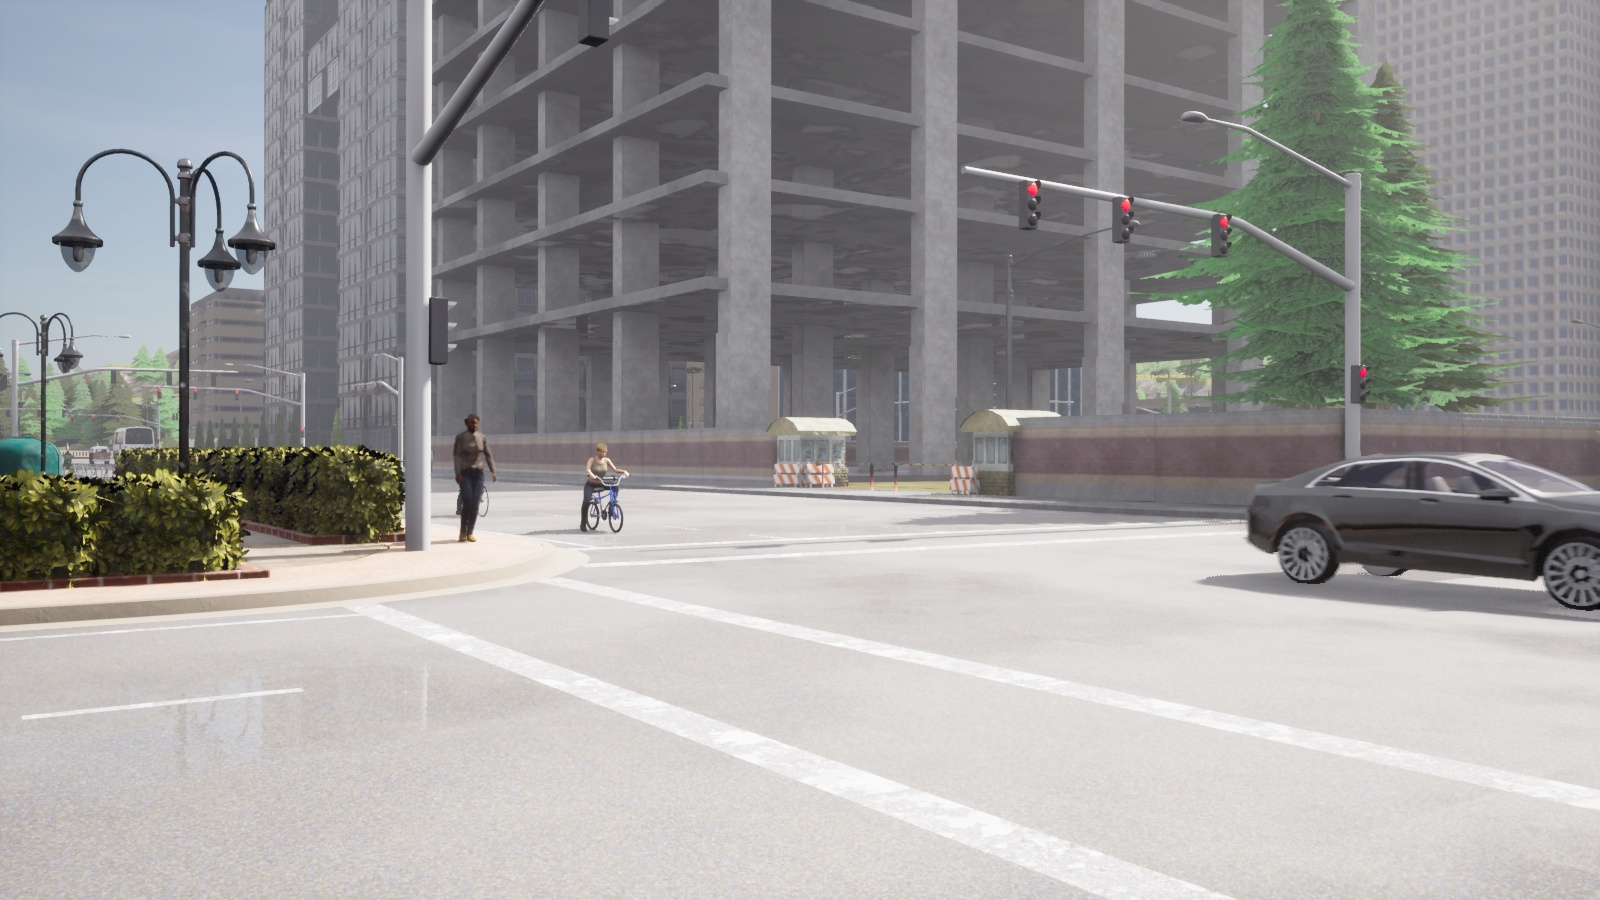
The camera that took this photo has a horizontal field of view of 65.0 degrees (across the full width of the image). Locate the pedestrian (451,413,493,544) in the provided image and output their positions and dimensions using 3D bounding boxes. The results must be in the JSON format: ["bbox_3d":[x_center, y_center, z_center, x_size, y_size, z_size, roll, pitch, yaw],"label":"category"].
[{"bbox_3d":[-4.643,0.397,17.770,0.328,1.805,0.869,0,0,-32],"label":"pedestrian"}]

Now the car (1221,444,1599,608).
[{"bbox_3d":[7.279,0.707,13.502,2.128,1.511,4.902,0,0,-35],"label":"car"}]

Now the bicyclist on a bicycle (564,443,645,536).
[{"bbox_3d":[-3.550,0.689,22.760,0.866,1.612,1.509,0,0,-35],"label":"bicyclist on a bicycle"}]
